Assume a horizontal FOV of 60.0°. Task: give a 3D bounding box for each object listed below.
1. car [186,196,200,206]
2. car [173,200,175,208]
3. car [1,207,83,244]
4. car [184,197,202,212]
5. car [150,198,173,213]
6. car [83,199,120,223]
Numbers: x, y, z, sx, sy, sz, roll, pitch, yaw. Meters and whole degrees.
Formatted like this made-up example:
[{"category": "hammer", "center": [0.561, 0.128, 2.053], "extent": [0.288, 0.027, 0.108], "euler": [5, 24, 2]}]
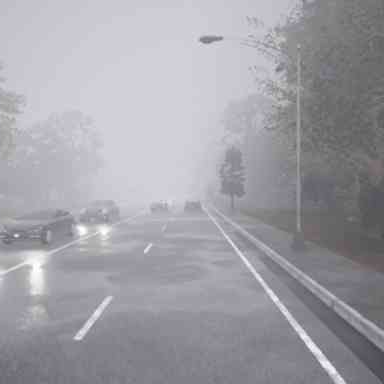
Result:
[{"category": "car", "center": [0.096, 1.495, 54.565], "extent": [2.128, 1.511, 4.902], "euler": [0, 0, 0]}, {"category": "car", "center": [-3.500, 1.529, 48.134], "extent": [1.812, 1.442, 4.674], "euler": [0, 0, 0]}, {"category": "car", "center": [-7.031, 1.506, 15.780], "extent": [1.837, 1.490, 4.892], "euler": [0, 0, 0]}, {"category": "car", "center": [0.094, 1.480, 38.750], "extent": [1.882, 1.535, 5.008], "euler": [0, 0, 0]}, {"category": "car", "center": [-3.505, 1.604, 37.234], "extent": [1.895, 1.301, 4.718], "euler": [0, 0, 0]}, {"category": "car", "center": [-7.003, 1.354, 25.704], "extent": [2.097, 1.767, 4.553], "euler": [0, 0, 0]}]
